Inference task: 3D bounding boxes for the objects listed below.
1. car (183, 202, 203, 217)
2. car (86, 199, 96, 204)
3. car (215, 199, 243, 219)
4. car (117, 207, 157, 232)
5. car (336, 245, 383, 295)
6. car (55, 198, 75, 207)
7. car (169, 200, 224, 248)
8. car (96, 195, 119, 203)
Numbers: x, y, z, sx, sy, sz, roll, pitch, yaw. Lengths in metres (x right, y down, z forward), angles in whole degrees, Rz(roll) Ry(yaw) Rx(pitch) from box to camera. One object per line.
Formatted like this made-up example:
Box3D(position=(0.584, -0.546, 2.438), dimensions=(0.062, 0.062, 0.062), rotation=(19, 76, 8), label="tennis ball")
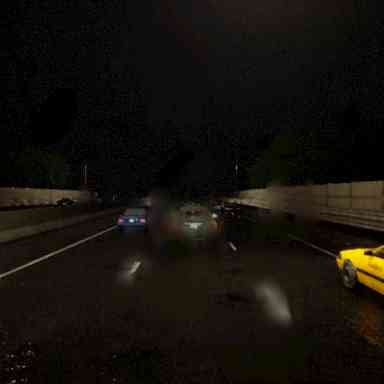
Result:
Box3D(position=(0.118, 1.775, 34.732), dimensions=(1.895, 1.301, 4.718), rotation=(0, 0, 0), label="car")
Box3D(position=(-17.489, 1.890, 59.936), dimensions=(2.033, 1.411, 5.357), rotation=(0, -1, 1), label="car")
Box3D(position=(3.568, 1.658, 31.200), dimensions=(2.128, 1.511, 4.902), rotation=(0, 0, 1), label="car")
Box3D(position=(-3.389, 1.680, 21.198), dimensions=(2.033, 1.411, 5.357), rotation=(0, 0, 0), label="car")
Box3D(position=(4.552, 1.507, 6.279), dimensions=(1.801, 1.575, 5.366), rotation=(0, 0, 0), label="car")
Box3D(position=(-21.016, 1.800, 55.389), dimensions=(1.837, 1.490, 4.892), rotation=(0, 0, 1), label="car")
Box3D(position=(0.107, 1.459, 15.504), dimensions=(2.097, 1.767, 4.553), rotation=(0, 0, 0), label="car")
Box3D(position=(-14.025, 1.531, 56.606), dimensions=(2.150, 2.045, 5.566), rotation=(0, -1, 1), label="car")
